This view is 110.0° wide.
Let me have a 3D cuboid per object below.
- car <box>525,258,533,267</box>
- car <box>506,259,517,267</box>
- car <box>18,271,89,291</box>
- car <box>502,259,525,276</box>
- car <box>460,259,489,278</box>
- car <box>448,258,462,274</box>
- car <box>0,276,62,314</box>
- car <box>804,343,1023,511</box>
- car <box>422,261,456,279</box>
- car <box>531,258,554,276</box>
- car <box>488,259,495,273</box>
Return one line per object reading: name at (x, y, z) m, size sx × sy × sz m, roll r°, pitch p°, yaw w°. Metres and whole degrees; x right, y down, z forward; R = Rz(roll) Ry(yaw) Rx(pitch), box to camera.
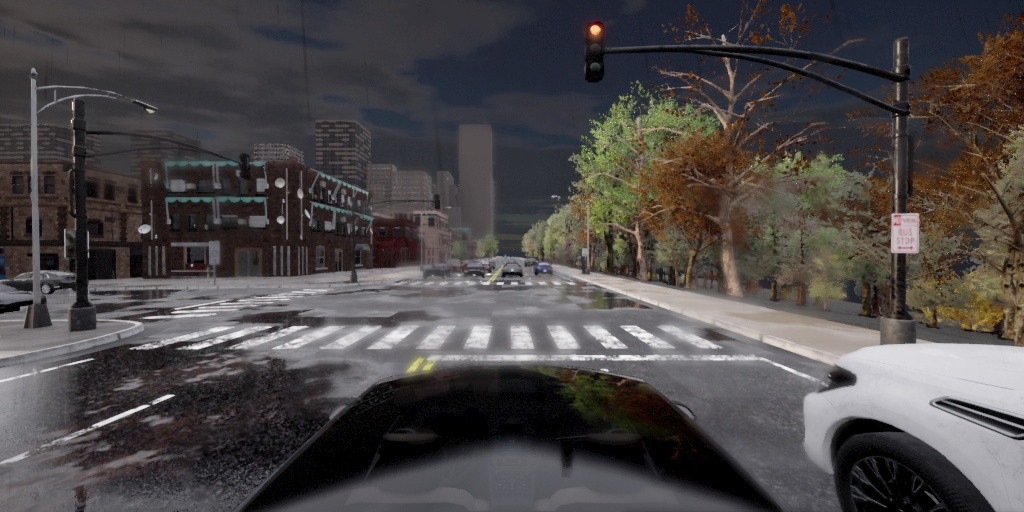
car at (3.223, 1.078, 62.683) m, size 2.097 × 1.767 × 4.553 m, roll 0°, pitch 0°, yaw 0°
car at (-0.127, 1.289, 64.211) m, size 1.994 × 1.385 × 4.181 m, roll 0°, pitch 0°, yaw 0°
car at (-28.321, 1.559, 21.633) m, size 4.403 × 1.370 × 2.007 m, roll 0°, pitch 0°, yaw 0°
car at (0.029, 1.302, 36.126) m, size 1.994 × 1.385 × 4.181 m, roll 0°, pitch 0°, yaw 0°
car at (-3.438, 1.287, 33.875) m, size 2.033 × 1.411 × 5.357 m, roll 0°, pitch 0°, yaw -4°
car at (-6.672, 1.088, 41.571) m, size 2.097 × 1.767 × 4.553 m, roll 0°, pitch 0°, yaw 0°
car at (-19.971, 1.564, 13.138) m, size 4.313 × 1.339 × 1.948 m, roll 0°, pitch 0°, yaw 0°
car at (3.355, 0.972, 0.382) m, size 2.150 × 2.045 × 5.566 m, roll 0°, pitch 0°, yaw 0°
car at (-6.670, 1.341, 32.486) m, size 1.895 × 1.301 × 4.718 m, roll 0°, pitch 0°, yaw 0°
car at (3.275, 1.263, 37.775) m, size 1.812 × 1.442 × 4.674 m, roll 0°, pitch 0°, yaw 0°
car at (-3.424, 1.261, 43.338) m, size 1.812 × 1.442 × 4.674 m, roll 0°, pitch 0°, yaw 0°
